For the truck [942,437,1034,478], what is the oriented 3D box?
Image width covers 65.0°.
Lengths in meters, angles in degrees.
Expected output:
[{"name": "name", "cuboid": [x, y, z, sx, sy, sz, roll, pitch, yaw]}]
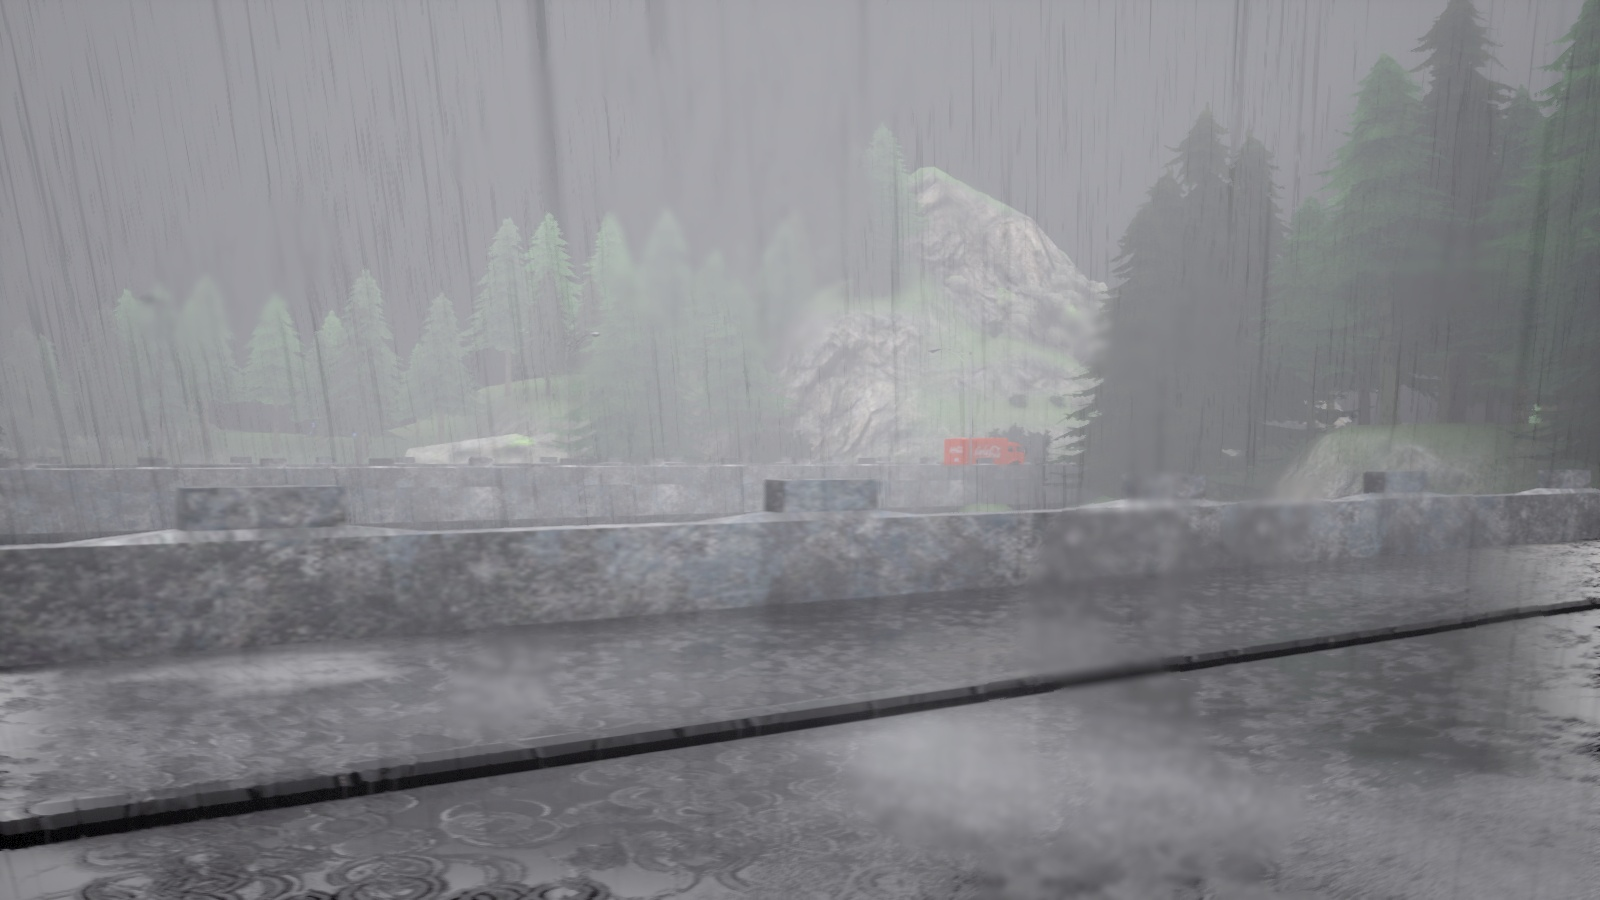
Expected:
[{"name": "truck", "cuboid": [11.602, 0.427, 77.548, 5.204, 2.467, 2.627, 0, 0, -35]}]
